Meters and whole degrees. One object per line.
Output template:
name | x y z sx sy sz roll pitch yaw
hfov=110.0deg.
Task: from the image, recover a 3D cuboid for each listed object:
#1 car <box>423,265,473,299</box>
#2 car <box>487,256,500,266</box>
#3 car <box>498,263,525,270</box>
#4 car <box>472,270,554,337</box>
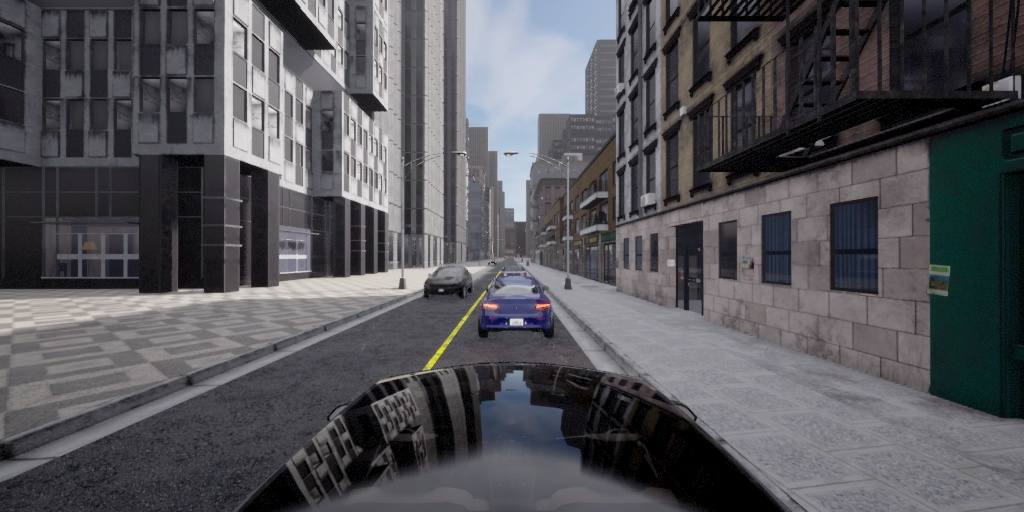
car | -3.107 1.238 18.232 1.882 1.535 5.008 0 0 0
car | -3.022 0.786 59.049 2.097 1.767 4.553 0 0 0
car | 0.092 1.372 27.879 1.895 1.301 4.718 0 0 -1
car | 0.096 1.279 10.134 1.812 1.442 4.674 0 0 0
